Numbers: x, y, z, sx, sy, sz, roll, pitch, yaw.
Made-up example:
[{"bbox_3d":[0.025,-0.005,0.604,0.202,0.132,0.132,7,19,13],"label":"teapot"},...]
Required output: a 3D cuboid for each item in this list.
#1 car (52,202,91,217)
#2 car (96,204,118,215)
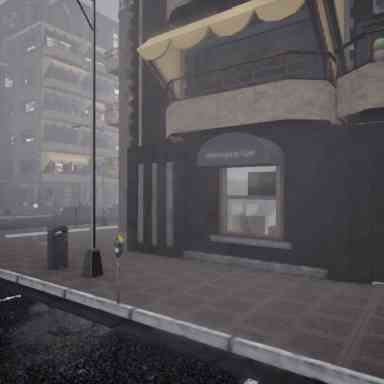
[{"bbox_3d":[-12.770,1.821,35.347,1.967,1.590,4.097,-1,-1,35],"label":"car"},{"bbox_3d":[-9.482,2.063,39.967,1.802,1.307,4.206,-1,-1,35],"label":"car"}]
